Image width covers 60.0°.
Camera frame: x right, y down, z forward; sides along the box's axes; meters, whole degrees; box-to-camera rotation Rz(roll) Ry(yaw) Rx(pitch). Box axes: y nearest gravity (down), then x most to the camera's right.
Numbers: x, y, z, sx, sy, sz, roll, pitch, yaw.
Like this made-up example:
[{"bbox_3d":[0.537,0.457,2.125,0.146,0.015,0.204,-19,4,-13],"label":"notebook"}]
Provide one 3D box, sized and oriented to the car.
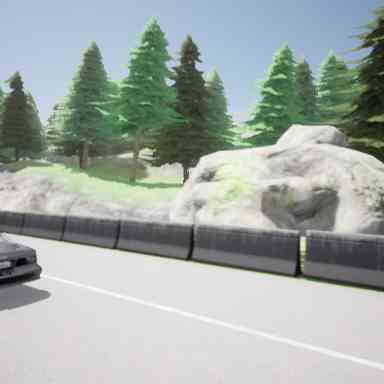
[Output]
[{"bbox_3d":[-5.853,1.509,8.162,5.357,1.411,2.033,0,0,36],"label":"car"}]
